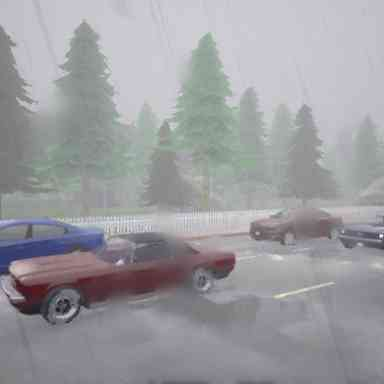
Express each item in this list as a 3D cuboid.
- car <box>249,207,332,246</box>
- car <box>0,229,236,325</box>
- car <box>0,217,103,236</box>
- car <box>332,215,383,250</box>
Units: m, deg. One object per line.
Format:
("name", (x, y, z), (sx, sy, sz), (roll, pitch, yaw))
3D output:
("car", (4.888, 1.476, 15.427), (5.008, 1.535, 1.882), (0, 0, -32))
("car", (-1.397, 1.601, 7.202), (4.718, 1.301, 1.895), (0, 0, -34))
("car", (-4.863, 1.477, 9.118), (5.008, 1.535, 1.882), (0, 0, -33))
("car", (7.979, 1.599, 13.279), (4.718, 1.301, 1.895), (0, 0, -32))
